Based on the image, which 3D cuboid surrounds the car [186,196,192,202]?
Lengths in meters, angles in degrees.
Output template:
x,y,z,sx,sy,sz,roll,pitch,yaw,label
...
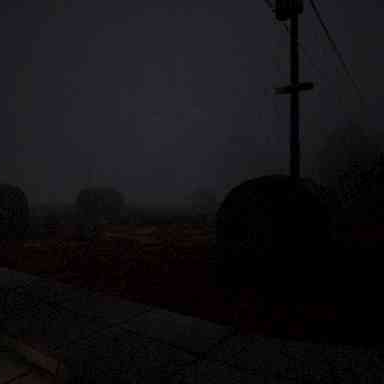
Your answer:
x,y,z,sx,sy,sz,roll,pitch,yaw,label
0.615,1.184,76.146,3.866,1.878,1.905,-2,6,-11,car
